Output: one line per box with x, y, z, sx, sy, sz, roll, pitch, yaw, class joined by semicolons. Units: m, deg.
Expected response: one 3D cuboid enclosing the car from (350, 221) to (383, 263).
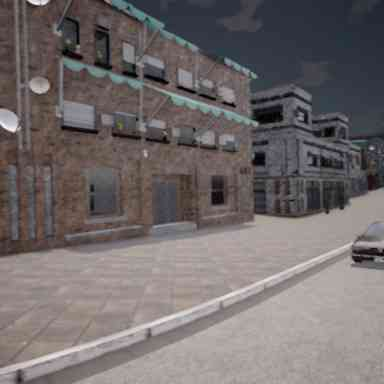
7.572;1.827;12.604;2.033;1.411;5.357;-2;-2;39;car
